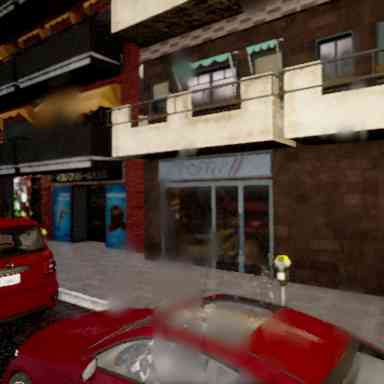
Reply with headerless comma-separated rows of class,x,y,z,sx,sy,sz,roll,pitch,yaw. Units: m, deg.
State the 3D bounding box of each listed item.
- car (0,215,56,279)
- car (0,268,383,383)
car,-4.515,1.343,6.103,5.009,1.841,2.192,0,-1,35
car,0.095,1.588,2.814,4.206,1.307,1.802,0,-1,35
